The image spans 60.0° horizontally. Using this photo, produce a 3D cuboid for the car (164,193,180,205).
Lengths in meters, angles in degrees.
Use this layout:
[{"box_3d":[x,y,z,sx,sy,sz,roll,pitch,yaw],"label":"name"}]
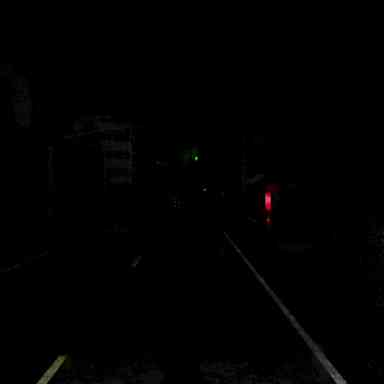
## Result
[{"box_3d":[-3.553,1.185,56.023,2.097,1.767,4.553,0,0,0],"label":"car"}]
